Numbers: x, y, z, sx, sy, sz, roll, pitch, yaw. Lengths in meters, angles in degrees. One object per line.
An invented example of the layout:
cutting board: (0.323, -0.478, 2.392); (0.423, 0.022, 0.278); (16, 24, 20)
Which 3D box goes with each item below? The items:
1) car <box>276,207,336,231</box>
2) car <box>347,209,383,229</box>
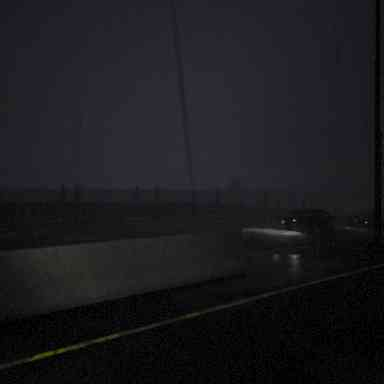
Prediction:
car: (7.713, 1.785, 22.386); (4.892, 1.490, 1.837); (4, -2, -35)
car: (18.289, 2.801, 34.162); (5.566, 2.045, 2.150); (9, -5, -35)
